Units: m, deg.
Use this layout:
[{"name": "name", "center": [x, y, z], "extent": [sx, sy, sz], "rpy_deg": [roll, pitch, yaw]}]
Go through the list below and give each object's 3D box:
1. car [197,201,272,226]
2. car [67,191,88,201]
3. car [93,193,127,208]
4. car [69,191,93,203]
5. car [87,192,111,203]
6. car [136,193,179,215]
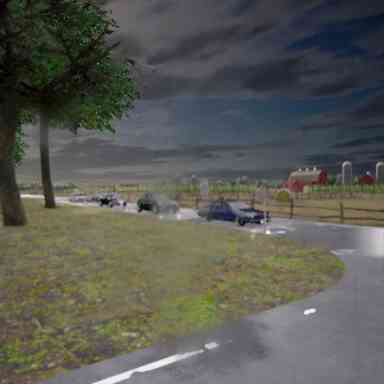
[{"name": "car", "center": [2.502, 1.274, 21.306], "extent": [2.033, 1.411, 5.357], "rpy_deg": [-1, 2, -36]}, {"name": "car", "center": [-19.516, 0.581, 56.558], "extent": [2.128, 1.511, 4.902], "rpy_deg": [-1, 1, -36]}, {"name": "car", "center": [-8.887, 0.916, 37.041], "extent": [2.128, 1.511, 4.902], "rpy_deg": [-1, 2, -36]}, {"name": "car", "center": [-15.689, 0.869, 46.517], "extent": [1.895, 1.301, 4.718], "rpy_deg": [-1, 1, -35]}, {"name": "car", "center": [-13.588, 0.778, 48.469], "extent": [1.994, 1.385, 4.181], "rpy_deg": [-1, 1, -35]}, {"name": "car", "center": [-3.028, 0.925, 28.936], "extent": [2.097, 1.767, 4.553], "rpy_deg": [-1, 2, -36]}]
